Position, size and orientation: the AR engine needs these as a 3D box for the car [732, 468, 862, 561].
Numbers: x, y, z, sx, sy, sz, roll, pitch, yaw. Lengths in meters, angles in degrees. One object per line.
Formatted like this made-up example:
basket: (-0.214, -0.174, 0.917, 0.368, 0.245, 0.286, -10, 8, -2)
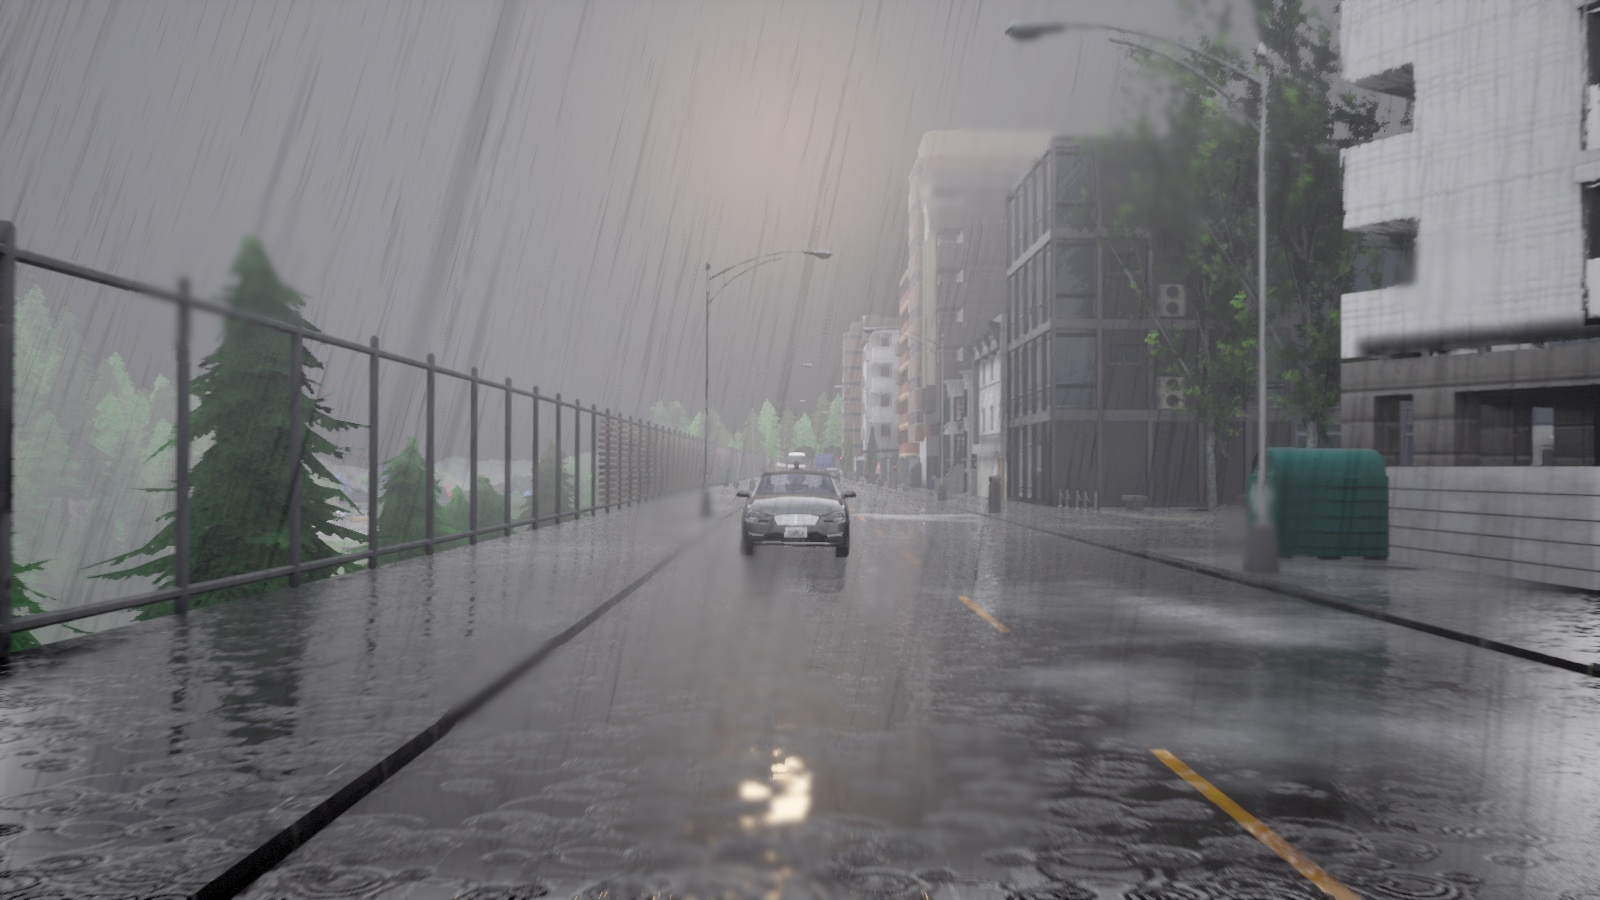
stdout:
car: (-0.060, 1.095, 23.125, 2.128, 1.511, 4.902, 0, -1, 0)
